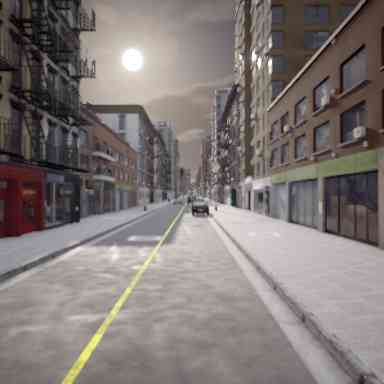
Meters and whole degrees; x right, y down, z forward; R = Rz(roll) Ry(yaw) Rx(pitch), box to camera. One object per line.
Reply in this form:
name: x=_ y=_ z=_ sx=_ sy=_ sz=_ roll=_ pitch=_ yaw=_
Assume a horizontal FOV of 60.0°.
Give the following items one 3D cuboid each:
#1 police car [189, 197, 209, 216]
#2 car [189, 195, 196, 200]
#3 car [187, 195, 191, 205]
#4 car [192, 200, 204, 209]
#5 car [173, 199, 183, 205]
police car: x=0.924 y=1.756 z=37.667 sx=1.930 sy=1.638 sz=5.238 roll=0 pitch=0 yaw=0
car: x=0.930 y=1.761 z=47.528 sx=2.097 sy=1.767 sz=4.553 roll=0 pitch=0 yaw=0
car: x=0.048 y=1.709 z=74.325 sx=2.150 sy=2.045 sz=5.566 roll=0 pitch=0 yaw=0
car: x=0.935 y=1.984 z=53.555 sx=1.812 sy=1.442 sz=4.674 roll=0 pitch=0 yaw=0
car: x=-2.954 y=2.145 z=71.801 sx=1.994 sy=1.385 sz=4.181 roll=0 pitch=0 yaw=0
